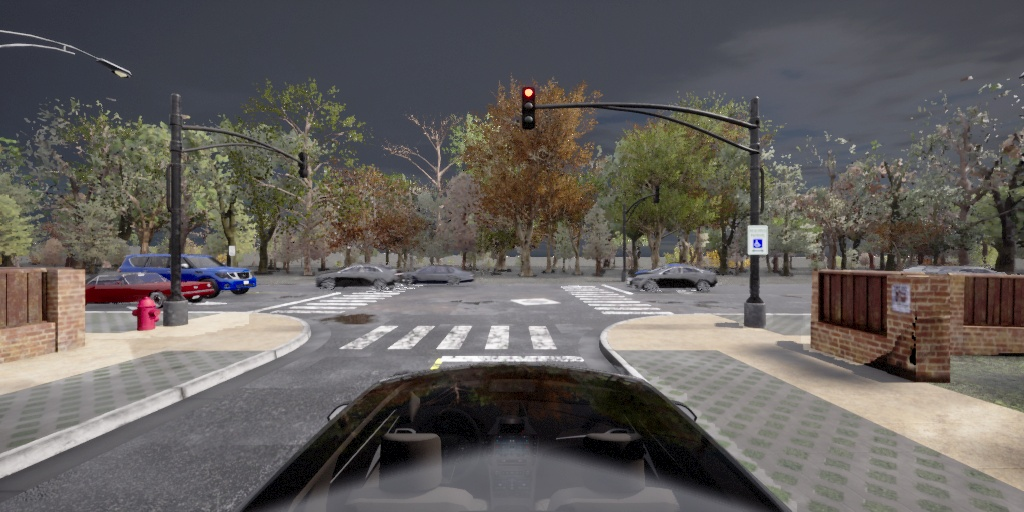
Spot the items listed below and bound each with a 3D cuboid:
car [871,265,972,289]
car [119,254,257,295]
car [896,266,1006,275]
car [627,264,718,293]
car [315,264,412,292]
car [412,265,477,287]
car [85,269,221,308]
[{"bbox_3d":[27.316,1.381,24.020,4.674,1.442,1.812,0,0,0],"label":"car"},{"bbox_3d":[-15.562,0.916,17.262,5.566,2.045,2.150,0,0,0],"label":"car"},{"bbox_3d":[25.516,1.337,20.766,4.902,1.511,2.128,0,0,0],"label":"car"},{"bbox_3d":[9.205,1.282,20.747,4.902,1.511,2.128,0,0,0],"label":"car"},{"bbox_3d":[-8.691,1.216,20.721,4.902,1.511,2.128,0,0,0],"label":"car"},{"bbox_3d":[-5.085,1.290,23.979,5.357,1.411,2.033,0,0,0],"label":"car"},{"bbox_3d":[-14.636,1.295,14.012,4.718,1.301,1.895,0,0,-3],"label":"car"}]
